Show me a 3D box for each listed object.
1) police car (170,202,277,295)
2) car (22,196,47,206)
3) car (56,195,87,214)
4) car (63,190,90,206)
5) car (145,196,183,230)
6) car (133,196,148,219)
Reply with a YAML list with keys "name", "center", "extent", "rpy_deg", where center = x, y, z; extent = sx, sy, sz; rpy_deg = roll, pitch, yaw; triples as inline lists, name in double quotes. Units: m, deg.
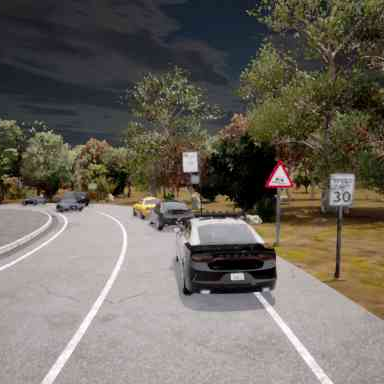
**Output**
- name: "police car"
  center: [0.581, 1.309, 8.686]
  extent: [1.930, 1.638, 5.238]
  rpy_deg: [-1, 1, -6]
- name: "car"
  center: [-25.161, 1.392, 53.034]
  extent: [4.902, 1.511, 2.128]
  rpy_deg: [-2, 3, 34]
- name: "car"
  center: [-12.293, 1.336, 33.270]
  extent: [1.994, 1.385, 4.181]
  rpy_deg: [-3, 1, -31]
- name: "car"
  center: [-15.432, 0.861, 43.647]
  extent: [2.150, 2.045, 5.566]
  rpy_deg: [-5, 3, -41]
- name: "car"
  center: [-1.264, 1.215, 18.854]
  extent: [1.837, 1.490, 4.892]
  rpy_deg: [-2, 1, -15]
- name: "car"
  center: [-3.229, 1.075, 25.006]
  extent: [1.801, 1.575, 5.366]
  rpy_deg: [-2, 1, -20]
